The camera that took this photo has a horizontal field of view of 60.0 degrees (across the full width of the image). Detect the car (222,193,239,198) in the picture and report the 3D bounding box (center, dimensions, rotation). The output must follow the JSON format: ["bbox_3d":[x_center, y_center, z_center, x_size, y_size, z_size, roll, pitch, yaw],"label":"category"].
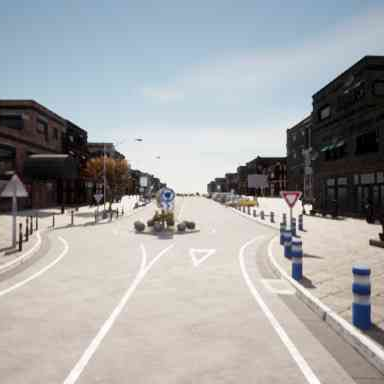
[{"bbox_3d":[8.116,1.564,59.122,4.553,1.767,2.185,0,1,-1],"label":"car"}]

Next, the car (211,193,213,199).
[{"bbox_3d":[7.864,1.593,83.925,4.674,1.452,2.002,0,0,-1],"label":"car"}]

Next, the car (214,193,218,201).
[{"bbox_3d":[7.995,1.579,72.902,4.892,1.521,2.231,0,0,-1],"label":"car"}]

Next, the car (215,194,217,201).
[{"bbox_3d":[8.026,1.594,70.146,4.892,1.521,2.231,0,0,-1],"label":"car"}]

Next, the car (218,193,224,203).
[{"bbox_3d":[8.145,1.409,61.876,5.566,2.045,2.435,0,1,-1],"label":"car"}]

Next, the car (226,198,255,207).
[{"bbox_3d":[8.182,1.763,56.369,4.674,1.452,2.002,0,1,-1],"label":"car"}]

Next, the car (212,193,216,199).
[{"bbox_3d":[7.931,1.558,78.413,5.008,1.535,2.097,0,0,-1],"label":"car"}]

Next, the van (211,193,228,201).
[{"bbox_3d":[7.650,1.346,92.194,4.442,1.987,1.878,0,0,-1],"label":"van"}]

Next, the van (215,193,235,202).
[{"bbox_3d":[8.010,1.328,81.049,4.442,1.987,1.878,0,0,-1],"label":"van"}]

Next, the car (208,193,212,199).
[{"bbox_3d":[7.801,1.304,86.684,5.566,2.045,2.435,0,0,-1],"label":"car"}]

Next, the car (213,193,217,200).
[{"bbox_3d":[7.927,1.596,75.657,4.792,1.488,2.163,0,0,-1],"label":"car"}]

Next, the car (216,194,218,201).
[{"bbox_3d":[8.047,1.611,67.390,5.008,1.535,2.097,0,0,-1],"label":"car"}]

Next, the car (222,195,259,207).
[{"bbox_3d":[8.025,1.757,53.609,5.366,1.575,1.946,0,1,-1],"label":"car"}]
